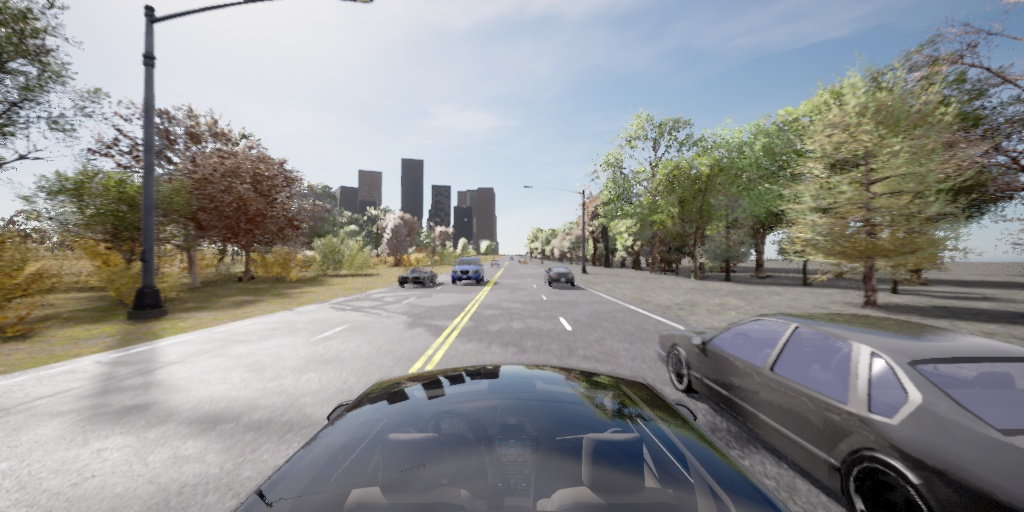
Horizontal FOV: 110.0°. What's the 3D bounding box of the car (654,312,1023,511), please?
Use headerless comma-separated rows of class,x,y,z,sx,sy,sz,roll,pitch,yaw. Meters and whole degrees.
car,3.348,1.308,3.678,2.033,1.411,5.357,0,0,0

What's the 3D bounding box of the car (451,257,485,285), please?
car,-3.346,1.112,28.074,2.150,2.045,5.566,0,0,0

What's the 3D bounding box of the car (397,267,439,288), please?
car,-6.598,1.483,25.506,1.895,1.301,4.718,0,0,0

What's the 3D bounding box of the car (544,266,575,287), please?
car,3.350,1.407,25.805,1.812,1.442,4.674,0,0,0
